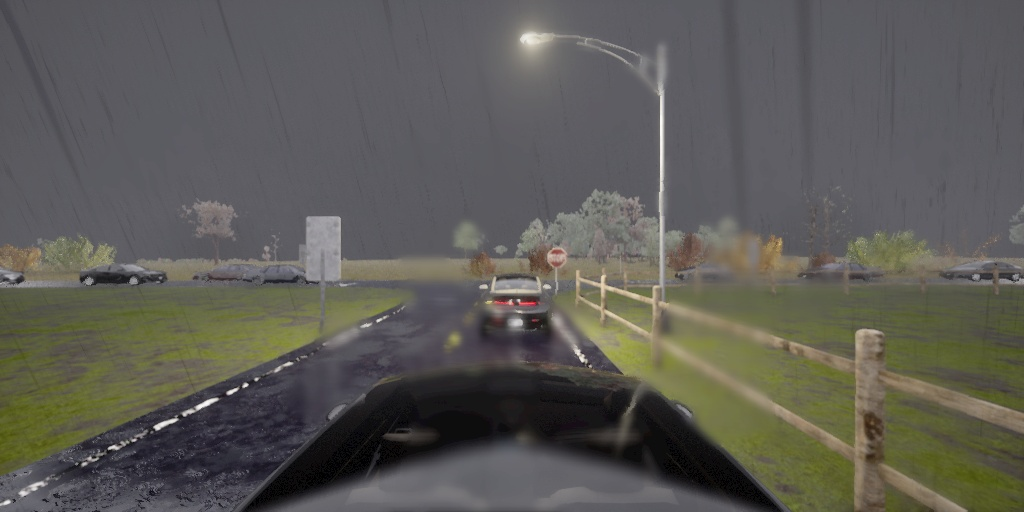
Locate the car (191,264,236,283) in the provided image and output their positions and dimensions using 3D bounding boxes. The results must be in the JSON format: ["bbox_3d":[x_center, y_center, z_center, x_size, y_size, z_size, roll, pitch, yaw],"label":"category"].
[{"bbox_3d":[-21.834,1.339,28.184,5.357,1.411,2.033,0,0,0],"label":"car"}]

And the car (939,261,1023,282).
[{"bbox_3d":[36.023,1.165,27.591,4.892,1.490,1.837,0,0,1],"label":"car"}]

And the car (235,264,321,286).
[{"bbox_3d":[-15.756,1.325,25.091,5.357,1.411,2.033,0,0,1],"label":"car"}]

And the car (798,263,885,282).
[{"bbox_3d":[25.377,1.222,27.700,5.357,1.411,2.033,0,0,1],"label":"car"}]

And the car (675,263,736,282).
[{"bbox_3d":[14.933,1.260,27.800,4.181,1.385,1.994,0,0,0],"label":"car"}]

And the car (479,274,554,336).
[{"bbox_3d":[0.112,1.250,10.387,1.837,1.490,4.892,0,0,0],"label":"car"}]

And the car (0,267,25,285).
[{"bbox_3d":[-37.638,1.332,25.342,4.902,1.511,2.128,0,0,1],"label":"car"}]

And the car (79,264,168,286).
[{"bbox_3d":[-27.225,1.288,25.240,5.008,1.535,1.882,0,0,0],"label":"car"}]
